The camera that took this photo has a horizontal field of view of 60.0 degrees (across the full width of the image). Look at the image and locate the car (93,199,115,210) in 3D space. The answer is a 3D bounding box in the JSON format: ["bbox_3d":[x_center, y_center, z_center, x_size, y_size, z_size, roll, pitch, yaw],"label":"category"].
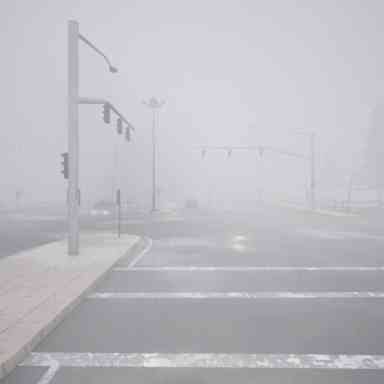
[{"bbox_3d":[-11.630,1.600,44.078,1.895,1.301,4.718,0,0,0],"label":"car"}]

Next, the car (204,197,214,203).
[{"bbox_3d":[3.441,1.600,68.949,1.895,1.301,4.718,0,0,0],"label":"car"}]

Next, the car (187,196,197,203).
[{"bbox_3d":[-0.059,1.563,68.915,1.994,1.385,4.181,0,0,0],"label":"car"}]

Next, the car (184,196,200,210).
[{"bbox_3d":[-0.037,1.525,43.480,1.812,1.442,4.674,0,0,0],"label":"car"}]

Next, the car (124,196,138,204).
[{"bbox_3d":[-11.555,1.536,63.632,1.812,1.442,4.674,0,0,0],"label":"car"}]
